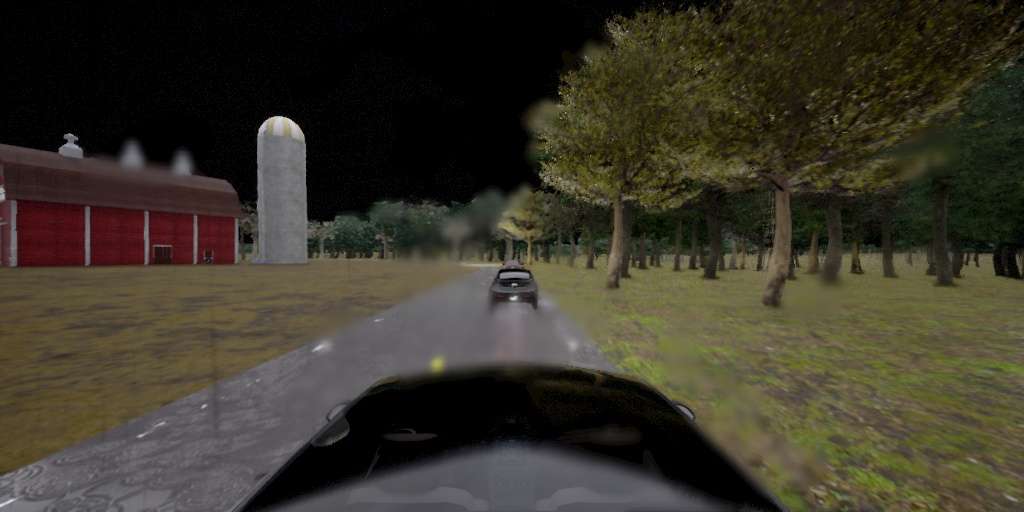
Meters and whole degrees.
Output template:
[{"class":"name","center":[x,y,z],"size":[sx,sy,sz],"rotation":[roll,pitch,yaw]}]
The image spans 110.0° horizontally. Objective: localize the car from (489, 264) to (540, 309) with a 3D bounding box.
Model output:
[{"class":"car","center":[0.100,1.251,14.872],"size":[1.837,1.490,4.892],"rotation":[0,0,0]}]

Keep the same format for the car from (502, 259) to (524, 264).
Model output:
[{"class":"car","center":[0.102,1.091,34.846],"size":[2.097,1.767,4.553],"rotation":[0,0,0]}]
